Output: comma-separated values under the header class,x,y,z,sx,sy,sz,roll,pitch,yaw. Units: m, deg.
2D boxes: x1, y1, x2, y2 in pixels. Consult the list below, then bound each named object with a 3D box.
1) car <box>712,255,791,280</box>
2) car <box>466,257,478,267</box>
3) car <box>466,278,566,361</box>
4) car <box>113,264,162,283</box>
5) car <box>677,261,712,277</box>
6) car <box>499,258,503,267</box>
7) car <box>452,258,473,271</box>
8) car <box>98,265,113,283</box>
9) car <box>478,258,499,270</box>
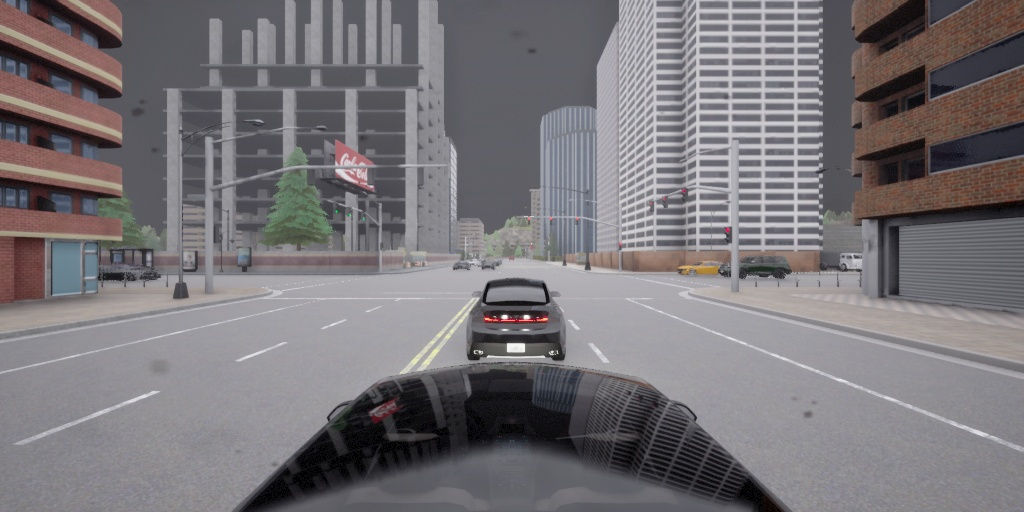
class,x,y,z,sx,sy,sz,roll,pitch,yaw
car,21.050,0.971,31.239,5.566,2.045,2.150,0,0,0
car,-6.742,1.275,63.911,1.812,1.442,4.674,0,0,1
car,0.095,1.255,8.278,1.837,1.490,4.892,0,0,1
car,-29.647,1.314,27.523,4.181,1.385,1.994,0,0,0
car,18.687,1.227,34.739,5.008,1.535,1.882,0,0,0
car,-3.231,1.227,65.280,1.882,1.535,5.008,0,0,1
car,-6.854,1.314,48.992,1.994,1.385,4.181,0,0,0
car,-30.899,0.971,24.022,5.566,2.045,2.150,0,0,0
car,-3.340,1.252,51.535,1.837,1.490,4.892,0,1,0
